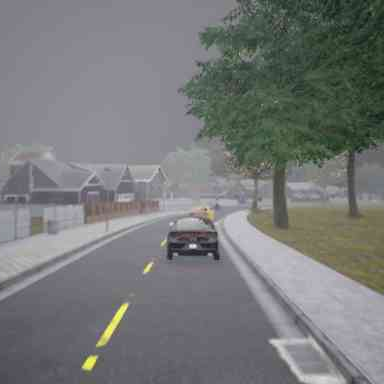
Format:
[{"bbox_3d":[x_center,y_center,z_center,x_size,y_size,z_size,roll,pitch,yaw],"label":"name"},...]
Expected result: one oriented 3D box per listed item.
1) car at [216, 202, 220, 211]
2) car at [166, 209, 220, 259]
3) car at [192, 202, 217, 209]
[{"bbox_3d":[3.222,2.319,53.616,2.128,1.511,4.902,0,-1,17],"label":"car"},{"bbox_3d":[0.074,1.664,13.457,1.882,1.535,5.008,0,-1,1],"label":"car"},{"bbox_3d":[0.853,1.912,28.353,1.882,1.535,5.008,0,-1,7],"label":"car"}]
